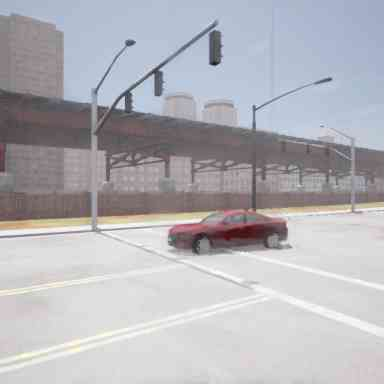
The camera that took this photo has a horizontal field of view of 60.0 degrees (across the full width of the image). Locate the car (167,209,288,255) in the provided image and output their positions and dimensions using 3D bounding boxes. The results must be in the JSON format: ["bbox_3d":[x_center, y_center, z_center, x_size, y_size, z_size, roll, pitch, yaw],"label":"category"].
[{"bbox_3d":[1.465,1.476,13.240,5.008,1.535,1.882,0,-1,-24],"label":"car"}]
